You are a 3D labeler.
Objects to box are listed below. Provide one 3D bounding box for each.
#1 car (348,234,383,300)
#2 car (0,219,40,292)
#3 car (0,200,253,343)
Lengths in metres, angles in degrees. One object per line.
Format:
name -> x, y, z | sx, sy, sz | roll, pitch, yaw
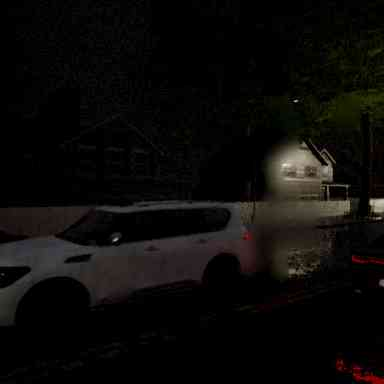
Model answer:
car -> 5.474, 1.477, 7.348 | 5.008, 1.535, 1.882 | 0, 0, -36
car -> -6.161, 1.505, 7.272 | 4.892, 1.490, 1.837 | 0, 0, -36
car -> -1.218, 1.221, 6.810 | 5.566, 2.045, 2.150 | 0, 0, -36
